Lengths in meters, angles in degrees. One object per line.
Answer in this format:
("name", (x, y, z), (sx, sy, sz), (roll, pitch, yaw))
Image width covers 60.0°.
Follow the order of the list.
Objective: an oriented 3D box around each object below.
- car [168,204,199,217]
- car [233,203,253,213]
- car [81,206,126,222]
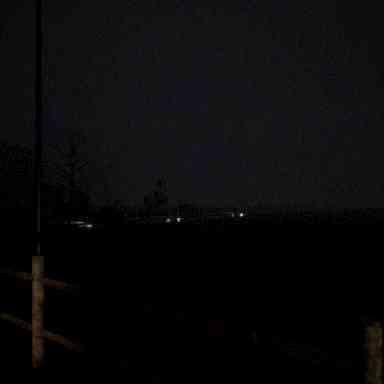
("car", (-0.963, 2.219, 41.000), (1.837, 1.490, 4.892), (1, -1, 35))
("car", (8.320, 2.579, 53.841), (1.812, 1.442, 4.674), (1, -1, 36))
("car", (-8.149, 2.015, 30.958), (1.994, 1.385, 4.181), (1, -1, 35))
